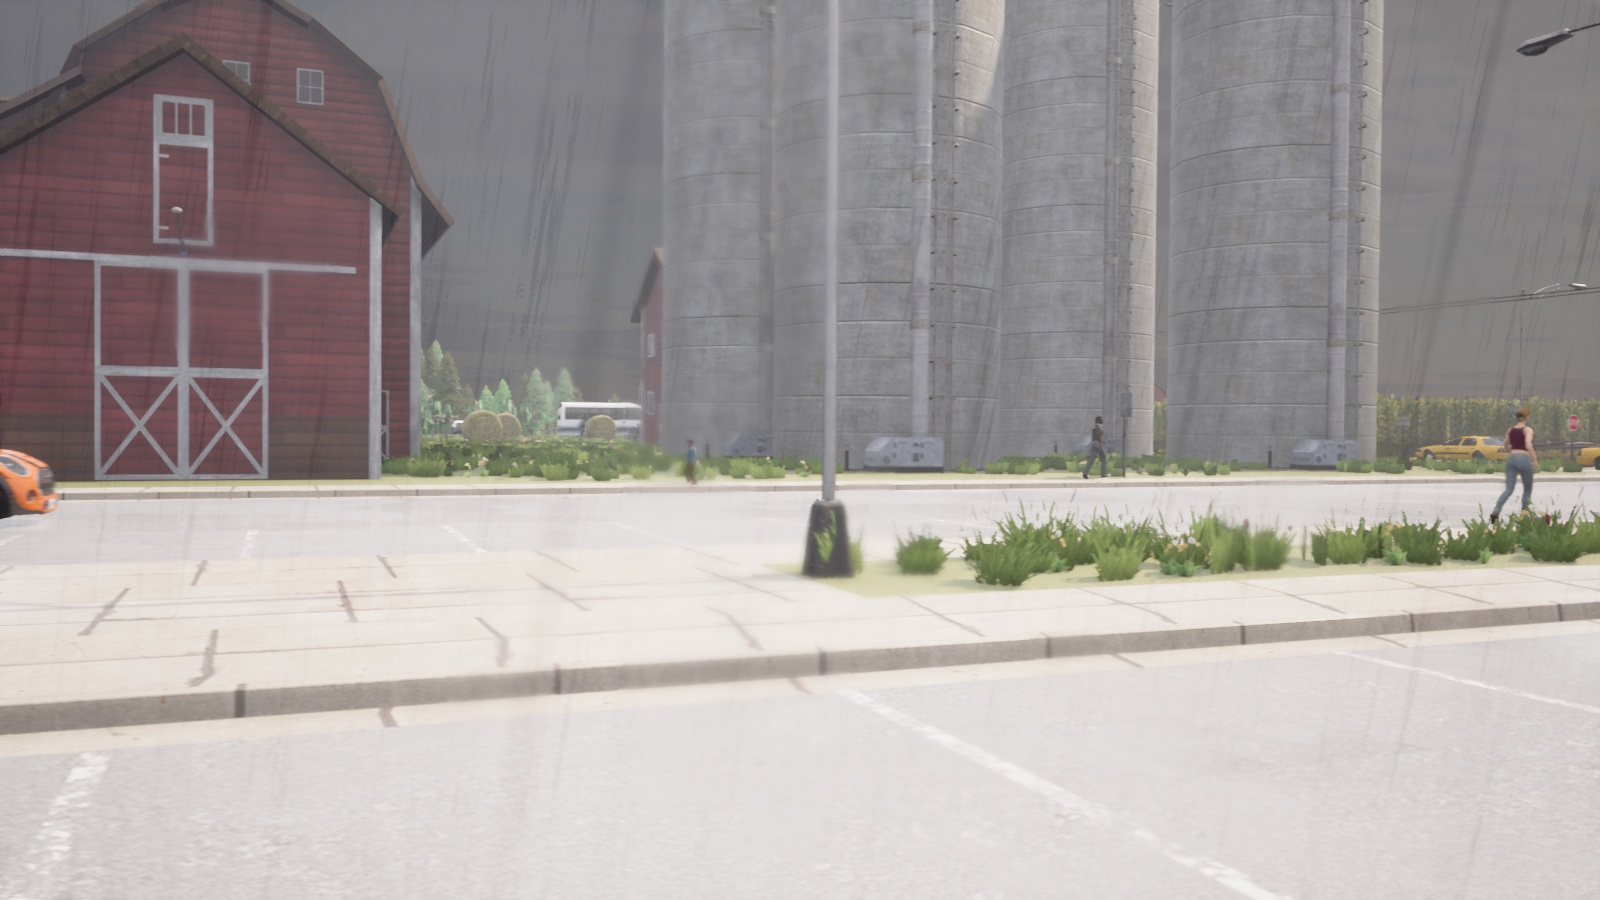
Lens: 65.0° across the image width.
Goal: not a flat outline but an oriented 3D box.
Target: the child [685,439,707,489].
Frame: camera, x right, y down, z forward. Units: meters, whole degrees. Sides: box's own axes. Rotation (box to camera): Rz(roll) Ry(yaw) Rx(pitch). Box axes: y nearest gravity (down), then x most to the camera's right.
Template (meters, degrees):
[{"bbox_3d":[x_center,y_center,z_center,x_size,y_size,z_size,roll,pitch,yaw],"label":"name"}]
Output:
[{"bbox_3d":[-2.532,0.342,30.520,0.448,1.192,0.343,-1,1,-21],"label":"child"}]

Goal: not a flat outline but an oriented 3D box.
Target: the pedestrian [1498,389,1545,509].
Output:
[{"bbox_3d":[11.192,-0.024,19.483,0.594,1.836,0.345,-1,1,-24],"label":"pedestrian"}]

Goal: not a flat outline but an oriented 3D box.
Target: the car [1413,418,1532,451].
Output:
[{"bbox_3d":[33.740,-0.775,63.213,1.801,1.575,5.366,-1,1,-22],"label":"car"}]

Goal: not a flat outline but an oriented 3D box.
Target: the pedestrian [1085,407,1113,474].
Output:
[{"bbox_3d":[8.599,-0.276,36.145,0.666,1.930,0.402,-1,1,-16],"label":"pedestrian"}]

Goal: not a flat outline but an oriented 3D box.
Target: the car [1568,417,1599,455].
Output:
[{"bbox_3d":[34.686,-0.588,51.544,1.801,1.575,5.366,-1,1,-22],"label":"car"}]

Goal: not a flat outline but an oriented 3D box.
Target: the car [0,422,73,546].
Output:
[{"bbox_3d":[-13.353,0.512,18.263,4.553,1.767,2.097,-1,1,-23],"label":"car"}]
